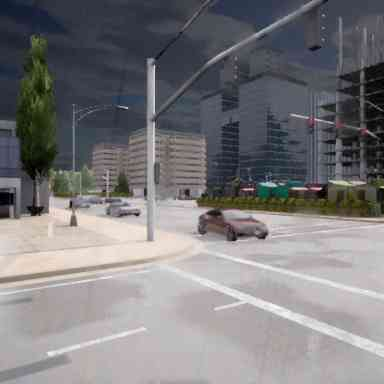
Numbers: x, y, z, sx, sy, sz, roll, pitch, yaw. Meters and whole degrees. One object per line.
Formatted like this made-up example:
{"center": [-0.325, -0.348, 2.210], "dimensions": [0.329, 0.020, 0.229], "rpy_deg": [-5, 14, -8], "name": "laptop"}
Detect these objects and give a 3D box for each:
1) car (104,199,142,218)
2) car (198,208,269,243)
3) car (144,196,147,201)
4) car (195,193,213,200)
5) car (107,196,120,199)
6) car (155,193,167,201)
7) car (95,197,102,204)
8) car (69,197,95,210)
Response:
{"center": [-6.289, 1.601, 30.150], "dimensions": [1.895, 1.301, 4.718], "rpy_deg": [0, 0, -33], "name": "car"}
{"center": [1.854, 1.525, 16.527], "dimensions": [1.812, 1.442, 4.674], "rpy_deg": [0, 0, -25], "name": "car"}
{"center": [-9.371, 1.153, 81.068], "dimensions": [4.605, 1.855, 1.932], "rpy_deg": [0, 0, -34], "name": "car"}
{"center": [3.242, 1.156, 62.414], "dimensions": [3.866, 1.878, 1.905], "rpy_deg": [0, 0, -34], "name": "car"}
{"center": [-15.326, 1.547, 64.118], "dimensions": [2.033, 1.411, 5.357], "rpy_deg": [0, 0, -34], "name": "car"}
{"center": [-7.793, 1.156, 78.641], "dimensions": [3.866, 1.878, 1.905], "rpy_deg": [0, 0, -34], "name": "car"}
{"center": [-18.284, 1.564, 62.222], "dimensions": [1.994, 1.385, 4.181], "rpy_deg": [0, 0, -33], "name": "car"}
{"center": [-14.643, 1.488, 43.230], "dimensions": [2.128, 1.511, 4.902], "rpy_deg": [0, 0, -32], "name": "car"}
